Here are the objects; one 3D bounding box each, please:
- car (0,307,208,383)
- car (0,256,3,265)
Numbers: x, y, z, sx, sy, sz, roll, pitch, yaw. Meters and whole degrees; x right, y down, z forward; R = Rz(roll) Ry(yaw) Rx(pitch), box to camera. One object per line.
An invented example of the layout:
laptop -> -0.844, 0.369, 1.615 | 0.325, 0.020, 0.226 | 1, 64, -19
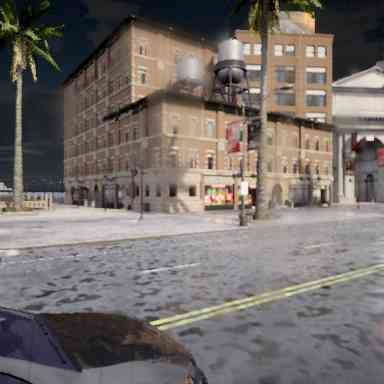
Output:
car -> -1.868, 1.564, 2.326 | 4.181, 1.385, 1.994 | 0, 0, -36
car -> -7.323, 1.546, 7.389 | 5.357, 1.411, 2.033 | 0, 0, -35
